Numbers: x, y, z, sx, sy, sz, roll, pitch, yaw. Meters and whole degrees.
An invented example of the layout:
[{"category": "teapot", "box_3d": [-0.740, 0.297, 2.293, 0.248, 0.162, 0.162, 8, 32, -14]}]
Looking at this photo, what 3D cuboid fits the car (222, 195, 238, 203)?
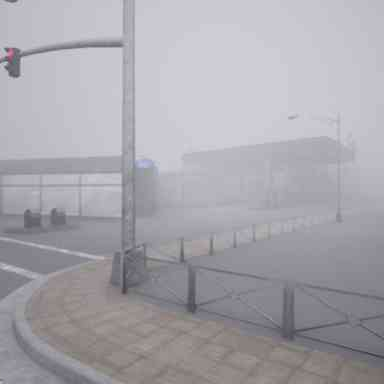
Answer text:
[{"category": "car", "box_3d": [6.936, 1.396, 63.131, 2.242, 1.667, 4.611, 0, 0, 36]}]
